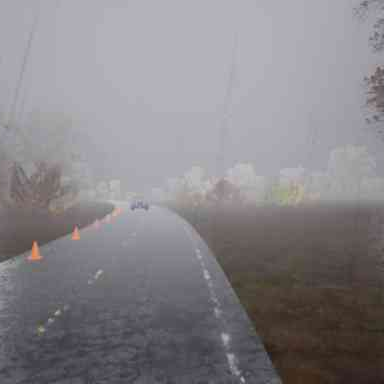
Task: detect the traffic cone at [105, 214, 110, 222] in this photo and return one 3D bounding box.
[{"bbox_3d":[-6.649,2.032,26.276,0.340,0.580,0.340,0,0,-7],"label":"traffic cone"}]

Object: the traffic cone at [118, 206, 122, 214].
[{"bbox_3d":[-7.979,2.058,36.074,0.340,0.580,0.340,0,0,-9],"label":"traffic cone"}]

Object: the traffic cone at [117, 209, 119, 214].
[{"bbox_3d":[-7.264,2.045,31.181,0.340,0.580,0.340,0,0,-8],"label":"traffic cone"}]

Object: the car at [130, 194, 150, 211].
[{"bbox_3d":[-6.725,1.343,42.790,2.150,2.045,5.566,0,0,-11],"label":"car"}]

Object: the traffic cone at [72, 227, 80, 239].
[{"bbox_3d":[-5.724,2.006,16.431,0.340,0.580,0.340,0,0,-4],"label":"traffic cone"}]

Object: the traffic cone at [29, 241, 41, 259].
[{"bbox_3d":[-5.414,1.994,11.496,0.340,0.580,0.340,0,0,-3],"label":"traffic cone"}]
